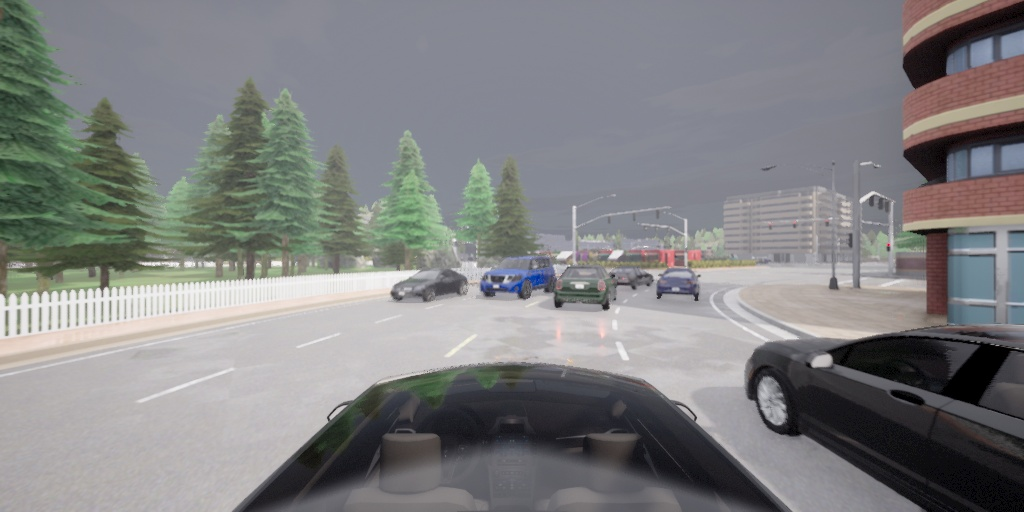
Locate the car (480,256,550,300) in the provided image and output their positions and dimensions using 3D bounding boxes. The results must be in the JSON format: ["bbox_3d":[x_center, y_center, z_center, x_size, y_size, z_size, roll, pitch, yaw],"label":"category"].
[{"bbox_3d":[0.500,1.024,18.502,2.150,2.045,5.566,0,0,26],"label":"car"}]

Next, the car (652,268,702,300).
[{"bbox_3d":[8.444,1.332,18.100,1.812,1.442,4.674,0,0,28],"label":"car"}]

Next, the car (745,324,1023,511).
[{"bbox_3d":[3.791,1.261,2.570,1.837,1.490,4.892,0,0,3],"label":"car"}]

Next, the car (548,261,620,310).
[{"bbox_3d":[3.244,1.147,15.254,2.097,1.767,4.553,0,0,20],"label":"car"}]

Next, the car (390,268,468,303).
[{"bbox_3d":[-3.761,1.319,17.209,1.812,1.442,4.674,0,0,22],"label":"car"}]

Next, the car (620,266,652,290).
[{"bbox_3d":[7.667,1.370,23.477,2.033,1.411,5.357,0,0,37],"label":"car"}]
